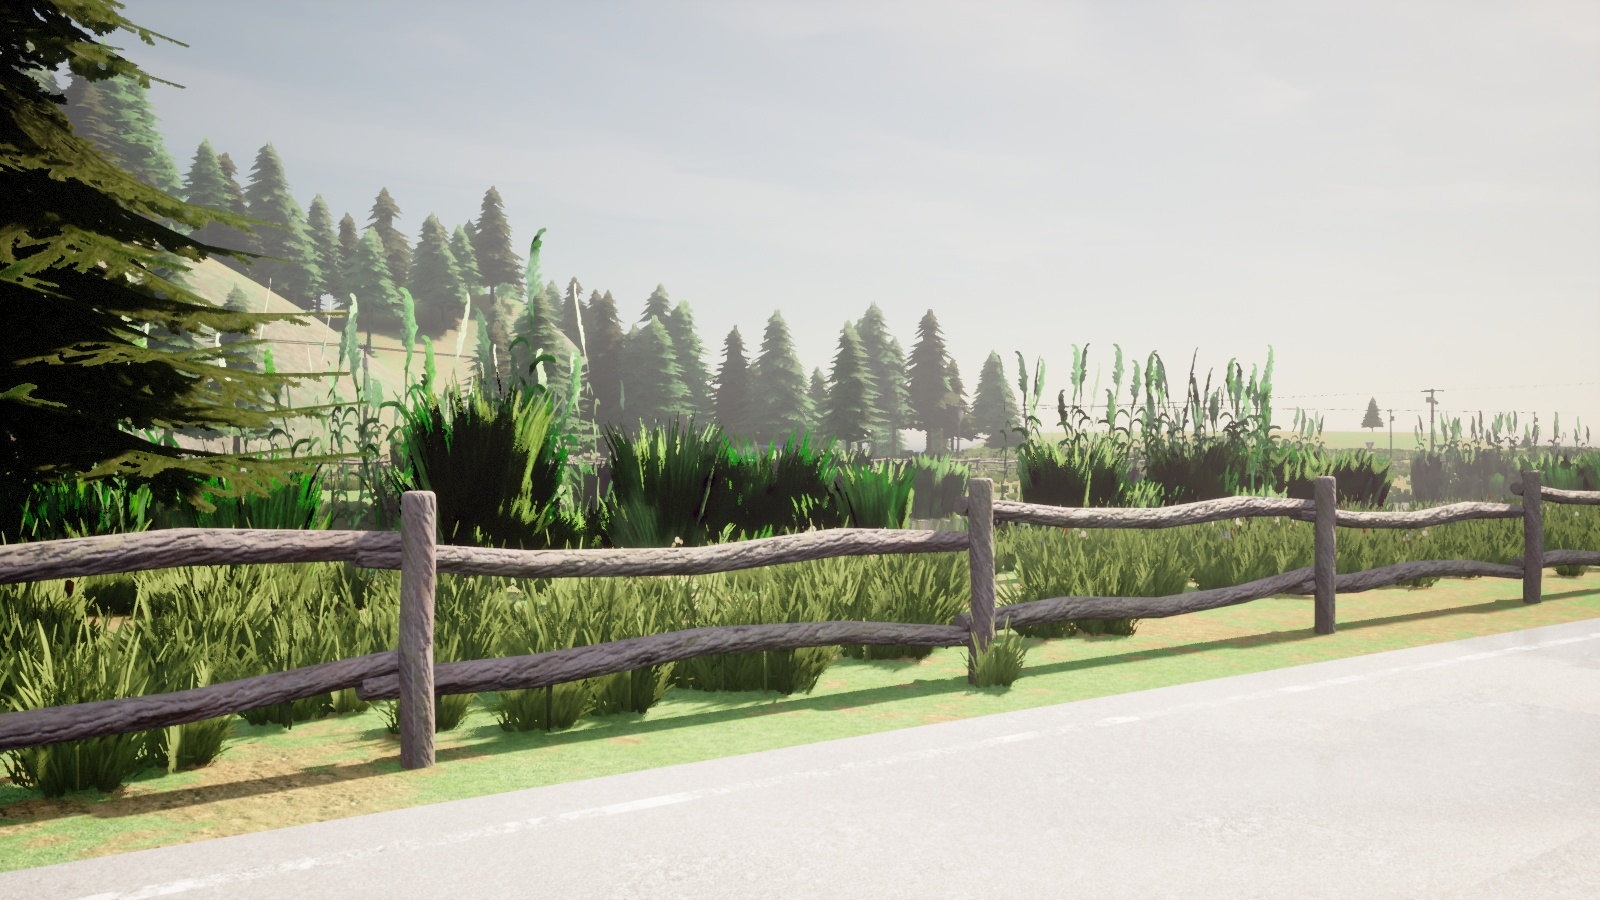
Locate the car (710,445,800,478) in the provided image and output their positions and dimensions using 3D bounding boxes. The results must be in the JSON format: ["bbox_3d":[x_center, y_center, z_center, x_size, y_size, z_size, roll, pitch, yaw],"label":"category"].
[{"bbox_3d":[-2.823,0.699,79.758,5.566,2.045,2.150,0,0,-39],"label":"car"}]
